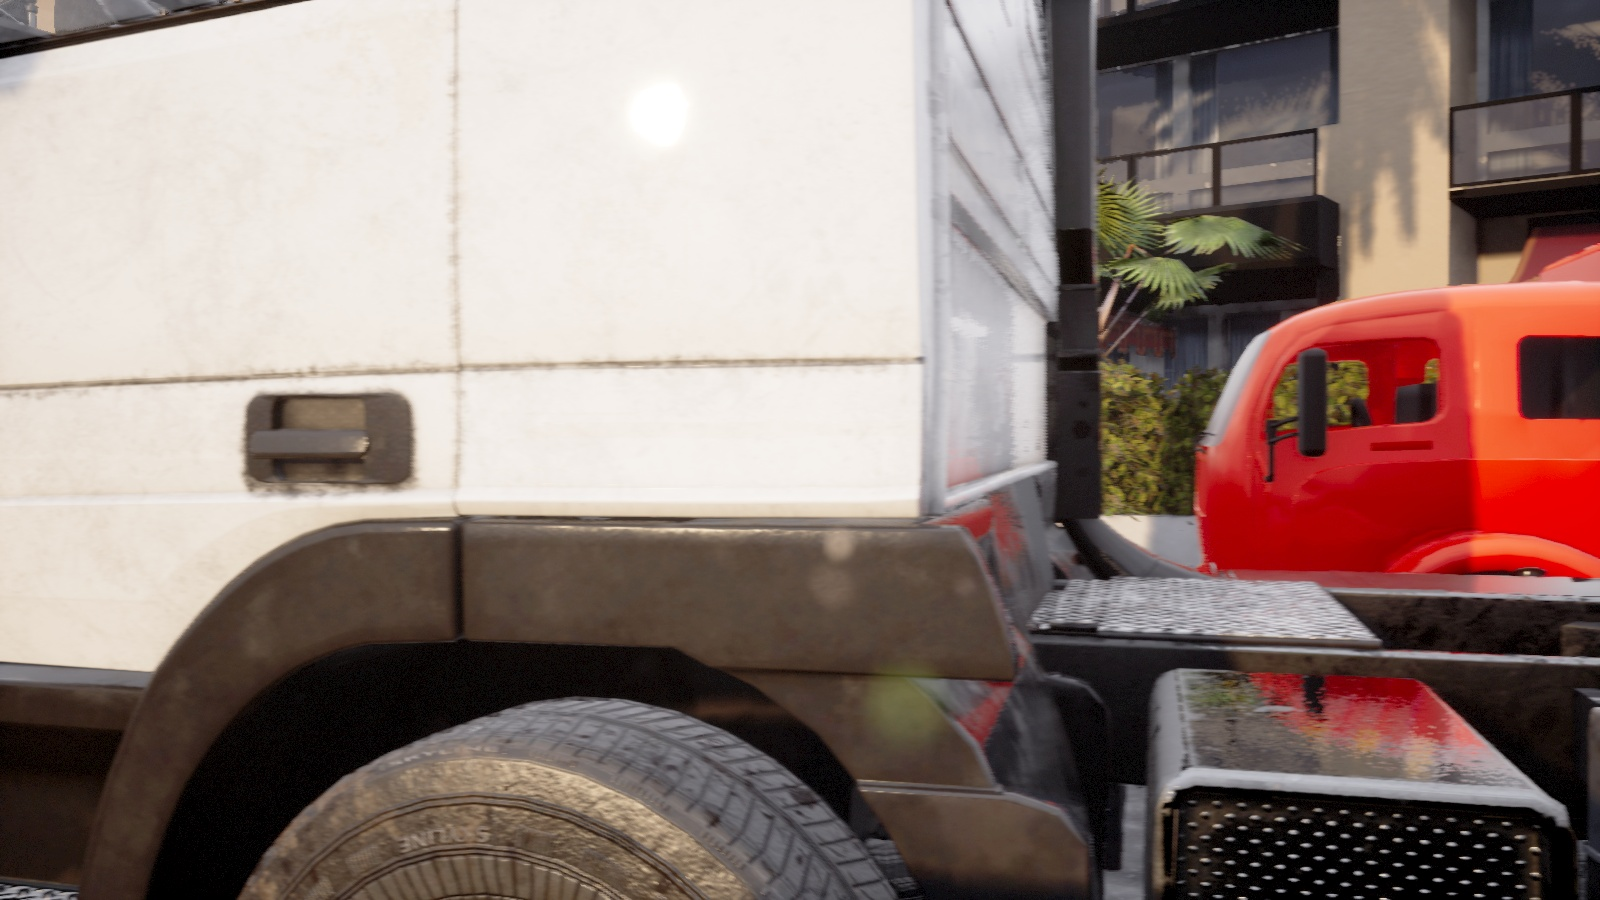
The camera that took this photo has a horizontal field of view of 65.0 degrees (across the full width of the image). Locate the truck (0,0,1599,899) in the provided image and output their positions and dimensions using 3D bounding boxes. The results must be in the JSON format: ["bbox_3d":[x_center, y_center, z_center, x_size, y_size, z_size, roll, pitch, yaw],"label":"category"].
[{"bbox_3d":[2.042,-0.185,2.473,7.936,3.462,2.891,0,1,16],"label":"truck"}]

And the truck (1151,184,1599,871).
[{"bbox_3d":[4.255,0.272,5.492,5.204,2.467,2.627,0,1,15],"label":"truck"}]
